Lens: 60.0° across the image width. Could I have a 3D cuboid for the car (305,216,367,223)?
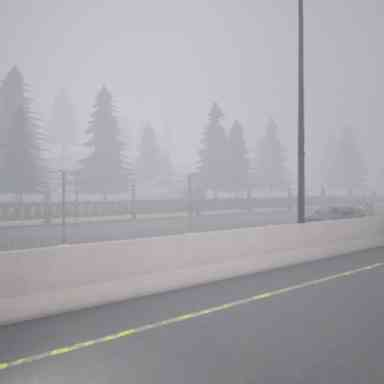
[{"bbox_3d":[7.842,1.482,18.208,4.181,1.385,1.994,0,0,-36],"label":"car"}]
